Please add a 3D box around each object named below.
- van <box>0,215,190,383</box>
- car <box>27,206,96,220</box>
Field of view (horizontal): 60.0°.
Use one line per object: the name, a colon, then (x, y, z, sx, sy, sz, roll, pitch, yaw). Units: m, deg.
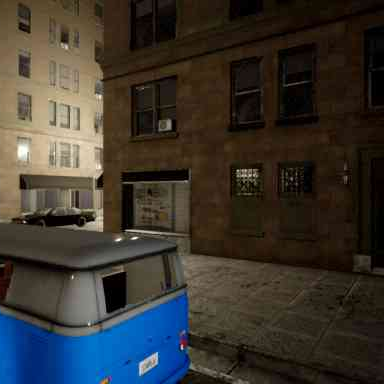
van: (-1.948, 1.341, 4.074, 3.998, 1.788, 1.690, 0, 0, 33)
car: (-8.771, 1.626, 21.486, 2.033, 1.411, 5.357, 0, 0, 33)
